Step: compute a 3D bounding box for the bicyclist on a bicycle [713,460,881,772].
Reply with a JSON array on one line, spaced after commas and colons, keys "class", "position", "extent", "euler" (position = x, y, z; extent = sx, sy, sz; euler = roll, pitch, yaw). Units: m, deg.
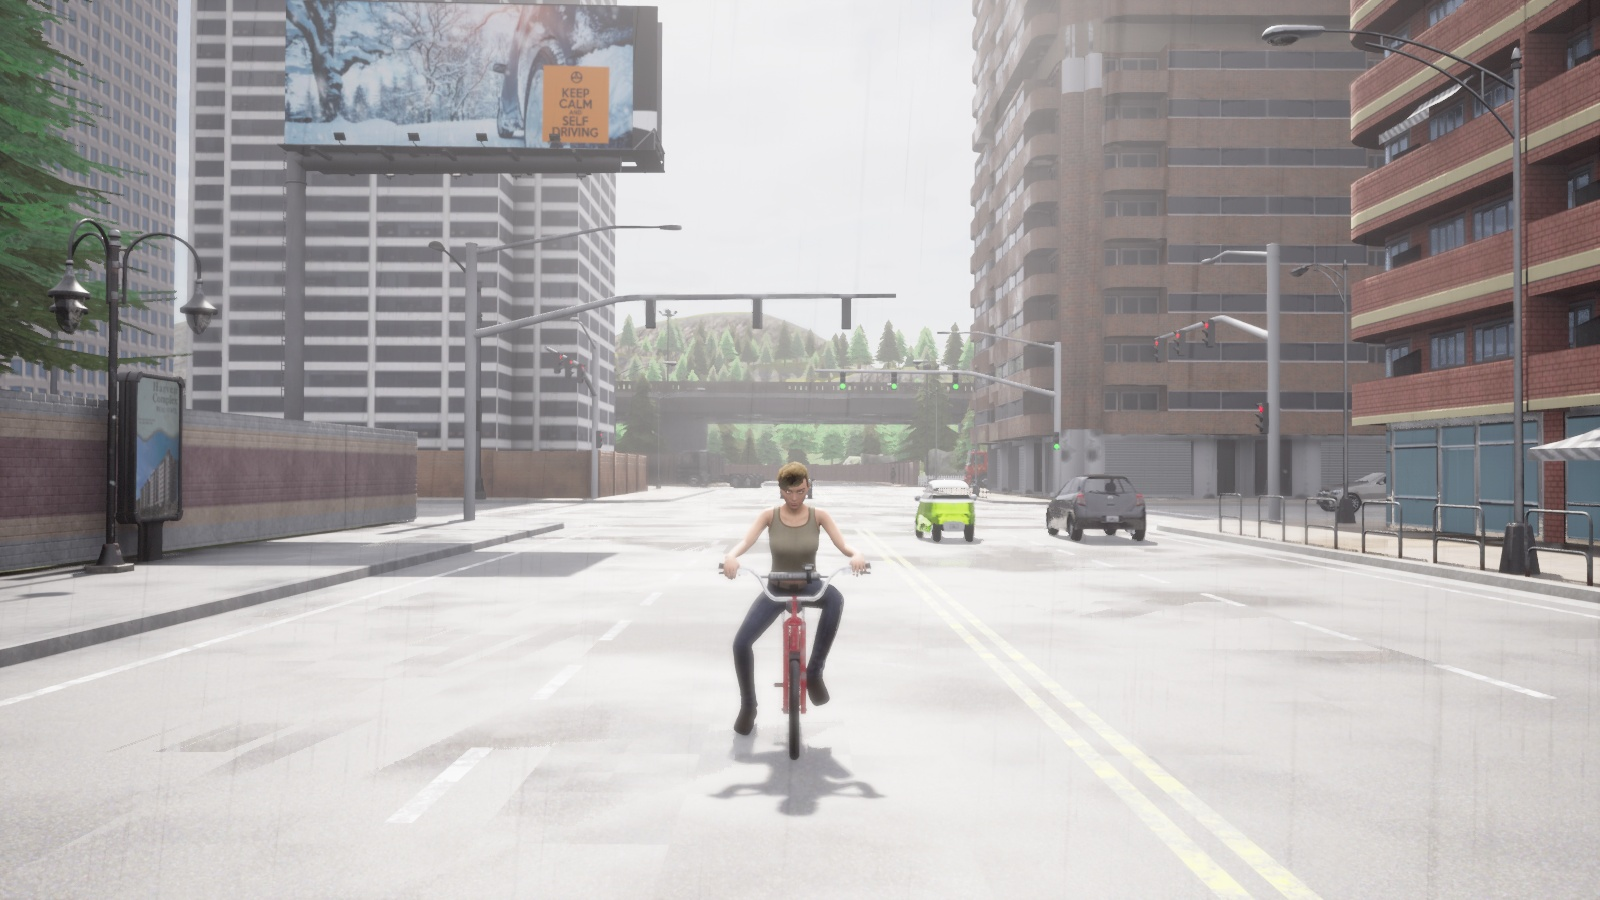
[{"class": "bicyclist on a bicycle", "position": [-0.027, 0.873, 7.275], "extent": [0.866, 1.612, 1.509], "euler": [0, -1, -1]}]

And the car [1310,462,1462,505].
[{"class": "car", "position": [23.241, 1.337, 49.939], "extent": [5.027, 1.651, 2.152], "euler": [0, -1, 0]}]

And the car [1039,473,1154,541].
[{"class": "car", "position": [6.921, 1.299, 29.681], "extent": [1.845, 1.501, 3.633], "euler": [0, -1, 0]}]

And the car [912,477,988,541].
[{"class": "car", "position": [3.423, 1.340, 28.993], "extent": [1.481, 1.376, 2.207], "euler": [0, 0, 0]}]
